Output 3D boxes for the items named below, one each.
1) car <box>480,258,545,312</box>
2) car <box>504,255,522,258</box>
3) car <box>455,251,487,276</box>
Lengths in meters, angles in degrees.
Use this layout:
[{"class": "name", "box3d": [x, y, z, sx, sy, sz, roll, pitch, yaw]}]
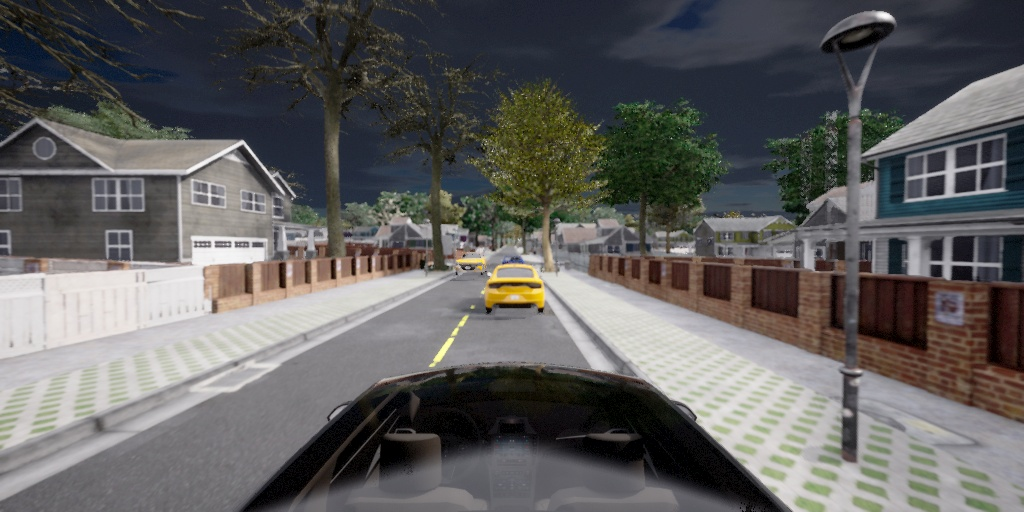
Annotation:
[{"class": "car", "box3d": [0.096, 1.020, 13.023, 1.882, 1.535, 5.008, 0, 1, 0]}, {"class": "car", "box3d": [0.089, 0.675, 29.287, 1.882, 1.535, 5.008, 0, 1, 0]}, {"class": "car", "box3d": [-2.760, 0.426, 24.936, 1.882, 1.535, 5.008, 0, 1, 0]}]
